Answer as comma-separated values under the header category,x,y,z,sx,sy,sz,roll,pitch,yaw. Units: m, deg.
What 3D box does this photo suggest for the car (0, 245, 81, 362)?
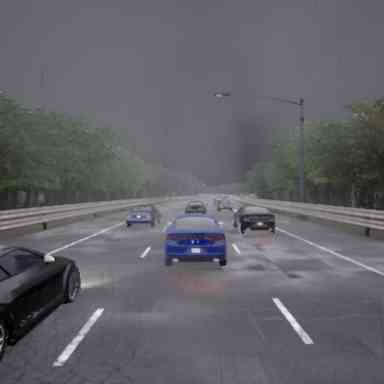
category,x,y,z,sx,sy,sz,roll,pitch,yaw
car,-3.395,1.570,5.528,1.994,1.385,4.181,0,0,0

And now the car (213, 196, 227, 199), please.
category,x,y,z,sx,sy,sz,roll,pitch,yaw
car,4.896,1.783,59.623,1.812,1.442,4.674,0,0,3

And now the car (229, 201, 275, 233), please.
category,x,y,z,sx,sy,sz,roll,pitch,yaw
car,3.593,1.515,19.870,1.882,1.535,5.008,0,0,1

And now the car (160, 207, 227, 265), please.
category,x,y,z,sx,sy,sz,roll,pitch,yaw
car,0.123,1.494,11.787,1.882,1.535,5.008,0,0,0

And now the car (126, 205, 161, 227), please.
category,x,y,z,sx,sy,sz,roll,pitch,yaw
car,-3.260,1.594,23.122,2.033,1.411,5.357,0,0,1

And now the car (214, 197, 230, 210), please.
category,x,y,z,sx,sy,sz,roll,pitch,yaw
car,4.108,1.677,41.792,2.033,1.411,5.357,0,0,2

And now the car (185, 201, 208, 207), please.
category,x,y,z,sx,sy,sz,roll,pitch,yaw
car,0.379,1.577,30.017,1.837,1.490,4.892,0,0,1

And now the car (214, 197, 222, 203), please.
category,x,y,z,sx,sy,sz,roll,pitch,yaw
car,6.136,1.912,79.447,1.882,1.535,5.008,0,0,4
